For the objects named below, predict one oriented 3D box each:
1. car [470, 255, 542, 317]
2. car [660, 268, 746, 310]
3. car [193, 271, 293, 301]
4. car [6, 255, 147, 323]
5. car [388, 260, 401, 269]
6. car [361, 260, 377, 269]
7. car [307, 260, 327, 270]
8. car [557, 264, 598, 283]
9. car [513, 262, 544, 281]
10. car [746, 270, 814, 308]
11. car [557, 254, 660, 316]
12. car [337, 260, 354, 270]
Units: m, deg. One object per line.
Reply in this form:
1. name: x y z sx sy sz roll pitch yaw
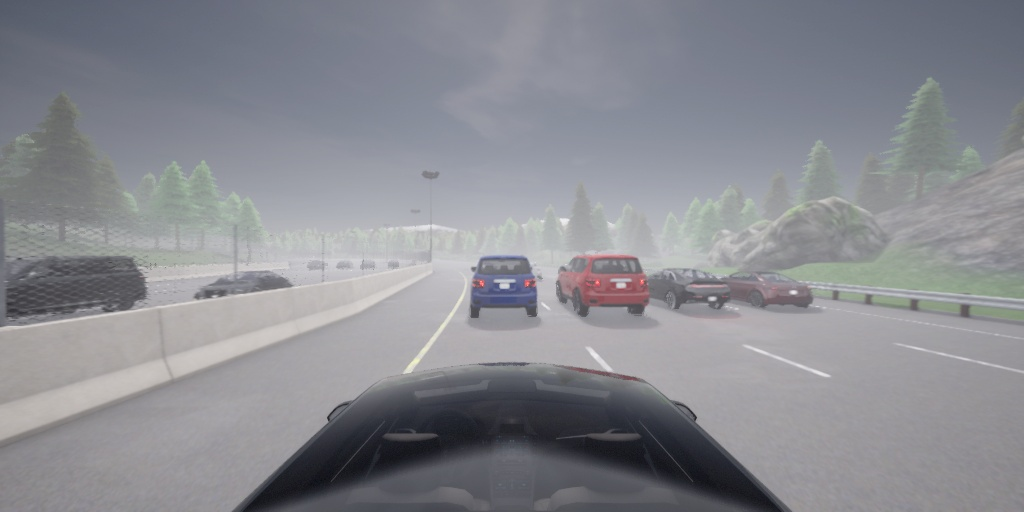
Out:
1. car: -0.354 0.966 13.300 2.150 2.045 5.566 0 0 -3
2. car: 6.578 1.219 14.440 2.128 1.511 4.902 0 0 -3
3. car: -11.296 1.328 15.410 1.994 1.385 4.181 0 0 -5
4. car: -14.452 0.997 10.805 2.150 2.045 5.566 0 0 -2
5. car: -18.911 1.302 57.647 2.033 1.411 5.357 0 0 -17
6. car: -21.817 1.286 54.952 1.812 1.442 4.674 0 0 -15
7. car: -28.381 1.298 52.405 1.837 1.490 4.892 1 0 -16
8. car: 5.151 1.320 28.847 1.895 1.301 4.718 0 0 -7
9. car: 1.325 1.251 30.916 1.812 1.442 4.674 0 0 -8
10. car: 10.047 1.283 14.956 1.994 1.385 4.181 0 0 -4
11. car: 3.141 0.958 13.452 2.150 2.045 5.566 0 0 -3
12. car: -25.404 1.315 54.852 2.033 1.411 5.357 0 0 -16
